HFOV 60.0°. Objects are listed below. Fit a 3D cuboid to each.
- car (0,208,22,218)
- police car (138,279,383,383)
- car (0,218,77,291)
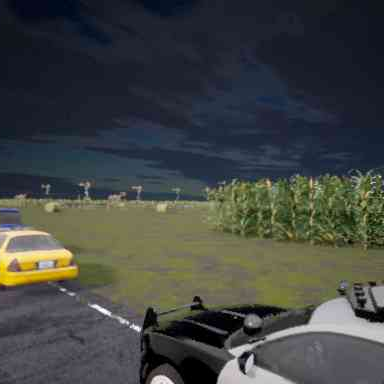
[{"bbox_3d":[-8.850,1.692,14.558,2.150,2.045,5.566,3,-3,-38],"label":"car"},{"bbox_3d":[1.462,1.586,2.755,1.930,1.638,5.238,3,-3,-44],"label":"police car"},{"bbox_3d":[-5.221,1.803,10.094,1.801,1.575,5.366,3,-3,-40],"label":"car"}]
